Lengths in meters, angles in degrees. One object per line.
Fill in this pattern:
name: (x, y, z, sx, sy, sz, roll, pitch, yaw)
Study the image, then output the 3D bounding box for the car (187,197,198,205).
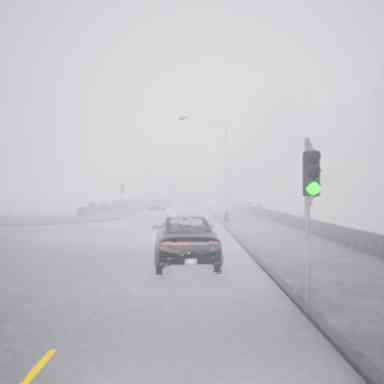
car: (0.091, 1.620, 62.056, 1.812, 1.442, 4.674, 0, 0, 0)

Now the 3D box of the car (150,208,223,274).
car: (-0.240, 1.509, 10.665, 2.128, 1.511, 4.902, 0, 0, -5)

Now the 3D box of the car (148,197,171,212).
car: (-4.103, 1.609, 40.624, 2.033, 1.411, 5.357, 0, 0, 0)

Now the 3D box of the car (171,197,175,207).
car: (-4.077, 1.677, 50.290, 1.895, 1.301, 4.718, 0, 0, 0)
